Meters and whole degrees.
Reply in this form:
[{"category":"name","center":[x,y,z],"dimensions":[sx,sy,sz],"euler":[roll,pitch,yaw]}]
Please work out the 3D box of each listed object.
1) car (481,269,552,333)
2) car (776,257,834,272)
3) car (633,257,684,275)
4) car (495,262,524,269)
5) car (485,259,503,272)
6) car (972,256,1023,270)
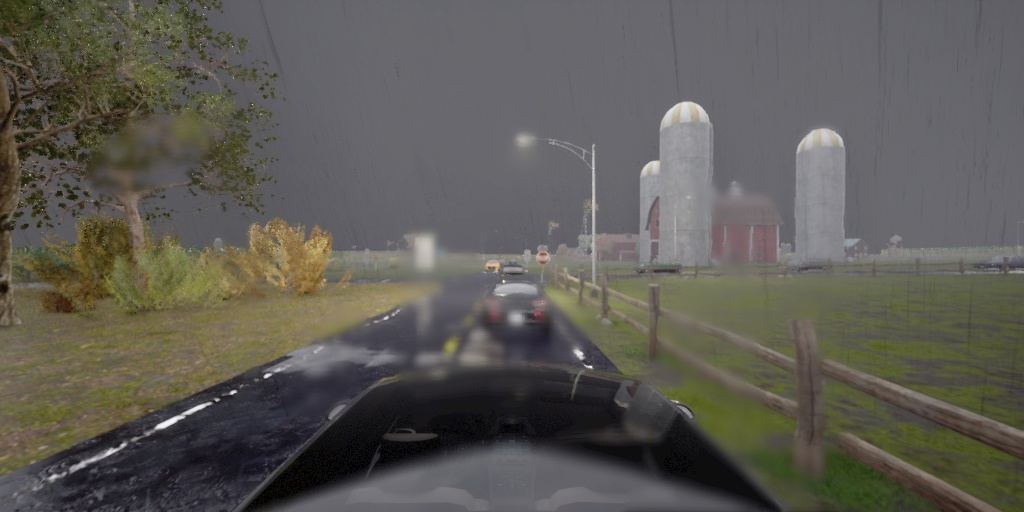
[{"category":"car","center":[0.132,1.299,10.735],"dimensions":[1.812,1.442,4.674],"euler":[0,0,0]},{"category":"car","center":[29.003,0.882,35.564],"dimensions":[4.902,1.511,2.128],"euler":[-1,1,0]},{"category":"car","center":[14.411,0.953,35.512],"dimensions":[4.553,1.767,2.097],"euler":[-1,1,0]},{"category":"car","center":[-0.016,1.312,22.725],"dimensions":[1.837,1.490,4.892],"euler":[0,0,-3]},{"category":"car","center":[-2.680,1.377,50.107],"dimensions":[1.882,1.535,5.008],"euler":[0,0,0]},{"category":"car","center":[49.244,0.667,35.536],"dimensions":[5.357,1.411,2.033],"euler":[-1,1,0]}]
